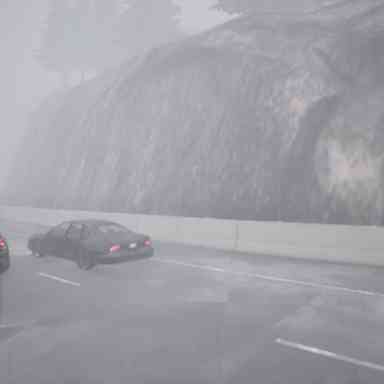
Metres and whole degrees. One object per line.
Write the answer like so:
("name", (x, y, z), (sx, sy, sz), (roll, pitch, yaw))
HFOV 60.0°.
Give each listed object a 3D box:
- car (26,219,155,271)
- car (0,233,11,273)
("car", (-3.657, 1.643, 11.392), (5.357, 1.411, 2.033), (-1, 0, 40))
("car", (-7.294, 1.459, 9.896), (4.553, 1.767, 2.097), (0, 0, 40))
